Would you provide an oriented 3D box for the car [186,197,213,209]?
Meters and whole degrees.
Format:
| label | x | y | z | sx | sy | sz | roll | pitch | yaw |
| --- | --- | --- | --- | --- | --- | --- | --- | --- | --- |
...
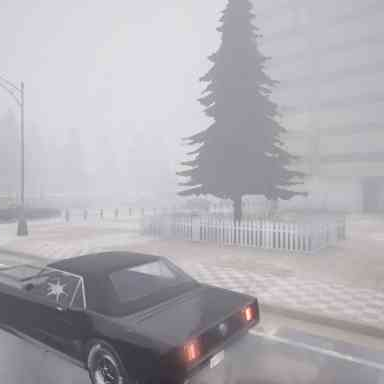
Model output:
| label | x | y | z | sx | sy | sz | roll | pitch | yaw |
| --- | --- | --- | --- | --- | --- | --- | --- | --- | --- |
| car | 1.079 | 1.504 | 45.351 | 1.837 | 1.490 | 4.892 | 0 | 0 | 36 |

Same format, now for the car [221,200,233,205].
| label | x | y | z | sx | sy | sz | roll | pitch | yaw |
| --- | --- | --- | --- | --- | --- | --- | --- | --- | --- |
| car | 7.133 | 1.351 | 59.738 | 2.097 | 1.767 | 4.553 | 0 | 0 | 36 |

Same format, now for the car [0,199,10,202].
| label | x | y | z | sx | sy | sz | roll | pitch | yaw |
| --- | --- | --- | --- | --- | --- | --- | --- | --- | --- |
| car | -20.395 | 1.478 | 33.861 | 1.882 | 1.535 | 5.008 | 0 | 0 | 36 |

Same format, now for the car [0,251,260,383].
| label | x | y | z | sx | sy | sz | roll | pitch | yaw |
| --- | --- | --- | --- | --- | --- | --- | --- | --- | --- |
| car | -1.510 | 1.601 | 5.084 | 4.718 | 1.301 | 1.895 | 0 | 0 | 36 |

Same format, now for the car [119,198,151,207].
| label | x | y | z | sx | sy | sz | roll | pitch | yaw |
| --- | --- | --- | --- | --- | --- | --- | --- | --- | --- |
| car | -8.489 | 1.547 | 50.365 | 2.033 | 1.411 | 5.357 | 0 | 0 | 36 |

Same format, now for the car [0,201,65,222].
| label | x | y | z | sx | sy | sz | roll | pitch | yaw |
| --- | --- | --- | --- | --- | --- | --- | --- | --- | --- |
| car | -12.808 | 1.601 | 26.102 | 1.895 | 1.301 | 4.718 | 0 | 0 | 36 |

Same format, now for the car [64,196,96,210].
| label | x | y | z | sx | sy | sz | roll | pitch | yaw |
| --- | --- | --- | --- | --- | --- | --- | --- | --- | --- |
| car | -14.499 | 1.352 | 42.037 | 2.097 | 1.767 | 4.553 | 0 | 0 | 36 |
